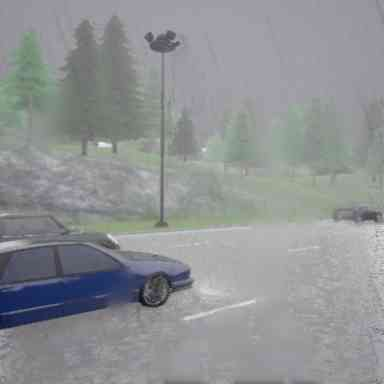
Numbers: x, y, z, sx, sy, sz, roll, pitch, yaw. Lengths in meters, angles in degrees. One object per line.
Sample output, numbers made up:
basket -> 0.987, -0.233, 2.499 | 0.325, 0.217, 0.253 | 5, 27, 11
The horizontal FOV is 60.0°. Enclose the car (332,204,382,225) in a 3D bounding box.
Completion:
car -> 12.954, 1.653, 25.962 | 4.902, 1.511, 2.128 | 0, 0, -35

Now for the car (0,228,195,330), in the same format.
car -> -2.550, 1.557, 6.225 | 5.357, 1.411, 2.033 | 0, 0, -35

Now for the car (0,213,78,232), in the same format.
car -> -4.298, 1.363, 9.277 | 4.553, 1.767, 2.097 | 0, 0, -35
